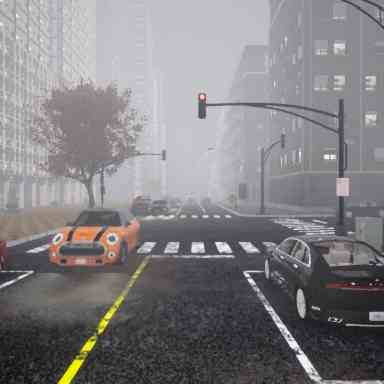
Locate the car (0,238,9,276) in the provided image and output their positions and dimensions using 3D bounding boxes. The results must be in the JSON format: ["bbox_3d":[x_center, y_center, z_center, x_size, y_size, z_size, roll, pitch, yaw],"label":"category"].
[{"bbox_3d":[-5.699,1.545,6.954,1.887,1.381,4.507,0,0,0],"label":"car"}]

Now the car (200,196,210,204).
[{"bbox_3d":[2.617,1.578,67.135,1.752,1.417,4.829,0,0,0],"label":"car"}]

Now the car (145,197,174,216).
[{"bbox_3d":[-3.135,1.520,32.987,1.837,1.490,4.892,0,0,0],"label":"car"}]

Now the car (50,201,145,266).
[{"bbox_3d":[-3.114,1.354,11.559,2.097,1.767,4.553,0,0,0],"label":"car"}]

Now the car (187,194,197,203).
[{"bbox_3d":[-0.074,1.602,68.670,2.033,1.411,5.357,0,0,0],"label":"car"}]

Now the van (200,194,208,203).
[{"bbox_3d":[2.611,1.402,72.489,1.690,1.788,3.998,0,0,0],"label":"van"}]

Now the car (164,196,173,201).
[{"bbox_3d":[-5.781,1.632,83.525,2.008,1.369,4.403,0,0,0],"label":"car"}]

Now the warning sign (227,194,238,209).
[{"bbox_3d":[5.024,1.138,41.479,1.300,1.860,1.060,0,0,0],"label":"warning sign"}]

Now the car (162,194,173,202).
[{"bbox_3d":[-5.776,1.385,78.002,2.192,1.841,5.009,0,0,0],"label":"car"}]

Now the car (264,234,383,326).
[{"bbox_3d":[2.681,1.551,6.963,2.008,1.369,4.403,0,0,0],"label":"car"}]

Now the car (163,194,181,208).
[{"bbox_3d":[-3.153,1.520,48.645,2.128,1.511,4.902,0,0,0],"label":"car"}]

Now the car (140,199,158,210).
[{"bbox_3d":[-5.740,1.592,44.865,1.947,1.339,4.313,0,0,0],"label":"car"}]

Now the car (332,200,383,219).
[{"bbox_3d":[13.397,1.350,26.380,4.403,1.369,2.008,-1,1,-1],"label":"car"}]

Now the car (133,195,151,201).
[{"bbox_3d":[-5.735,1.336,39.342,2.192,1.841,5.009,0,0,0],"label":"car"}]

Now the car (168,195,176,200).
[{"bbox_3d":[-5.793,1.654,94.571,2.008,1.369,4.403,0,0,0],"label":"car"}]

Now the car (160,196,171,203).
[{"bbox_3d":[-5.769,1.627,72.480,1.947,1.339,4.313,0,0,0],"label":"car"}]

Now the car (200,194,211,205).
[{"bbox_3d":[2.623,1.610,61.442,1.947,1.339,4.313,0,0,0],"label":"car"}]
